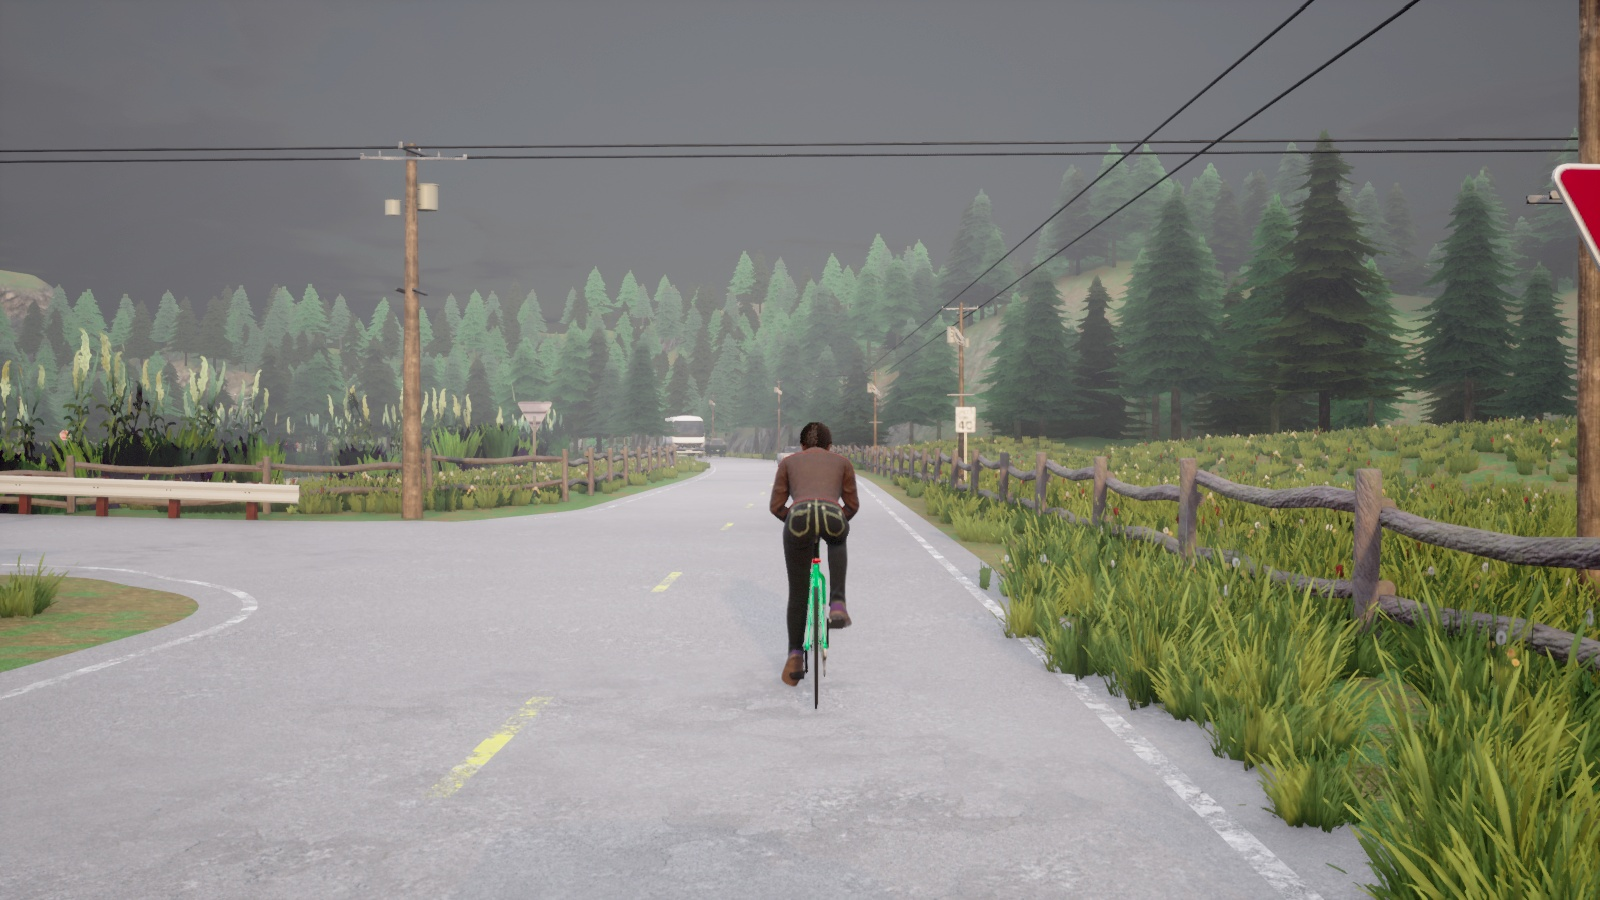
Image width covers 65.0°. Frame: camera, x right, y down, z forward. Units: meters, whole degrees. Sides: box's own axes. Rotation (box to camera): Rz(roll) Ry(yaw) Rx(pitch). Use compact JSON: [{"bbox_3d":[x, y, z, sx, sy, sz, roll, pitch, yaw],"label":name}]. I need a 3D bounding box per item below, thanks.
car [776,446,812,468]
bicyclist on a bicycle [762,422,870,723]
[{"bbox_3d":[-0.409,0.413,76.814,1.895,1.301,4.718,0,0,-4],"label":"car"},{"bbox_3d":[0.096,0.657,7.582,0.582,1.620,1.656,0,0,1],"label":"bicyclist on a bicycle"}]
